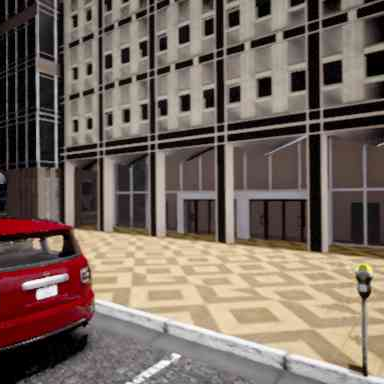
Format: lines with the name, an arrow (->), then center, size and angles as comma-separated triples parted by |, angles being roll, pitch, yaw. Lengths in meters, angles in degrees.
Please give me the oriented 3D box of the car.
car -> -3.765, 1.357, 5.569 | 5.009, 1.841, 2.192 | 0, 0, 36
